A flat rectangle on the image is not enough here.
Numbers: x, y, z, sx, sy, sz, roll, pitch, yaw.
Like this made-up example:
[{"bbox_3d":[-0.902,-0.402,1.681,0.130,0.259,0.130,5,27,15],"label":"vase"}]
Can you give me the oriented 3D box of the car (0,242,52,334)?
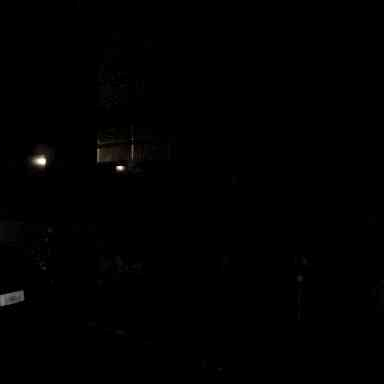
[{"bbox_3d":[-4.273,1.565,6.005,4.313,1.339,1.947,0,0,36],"label":"car"}]
